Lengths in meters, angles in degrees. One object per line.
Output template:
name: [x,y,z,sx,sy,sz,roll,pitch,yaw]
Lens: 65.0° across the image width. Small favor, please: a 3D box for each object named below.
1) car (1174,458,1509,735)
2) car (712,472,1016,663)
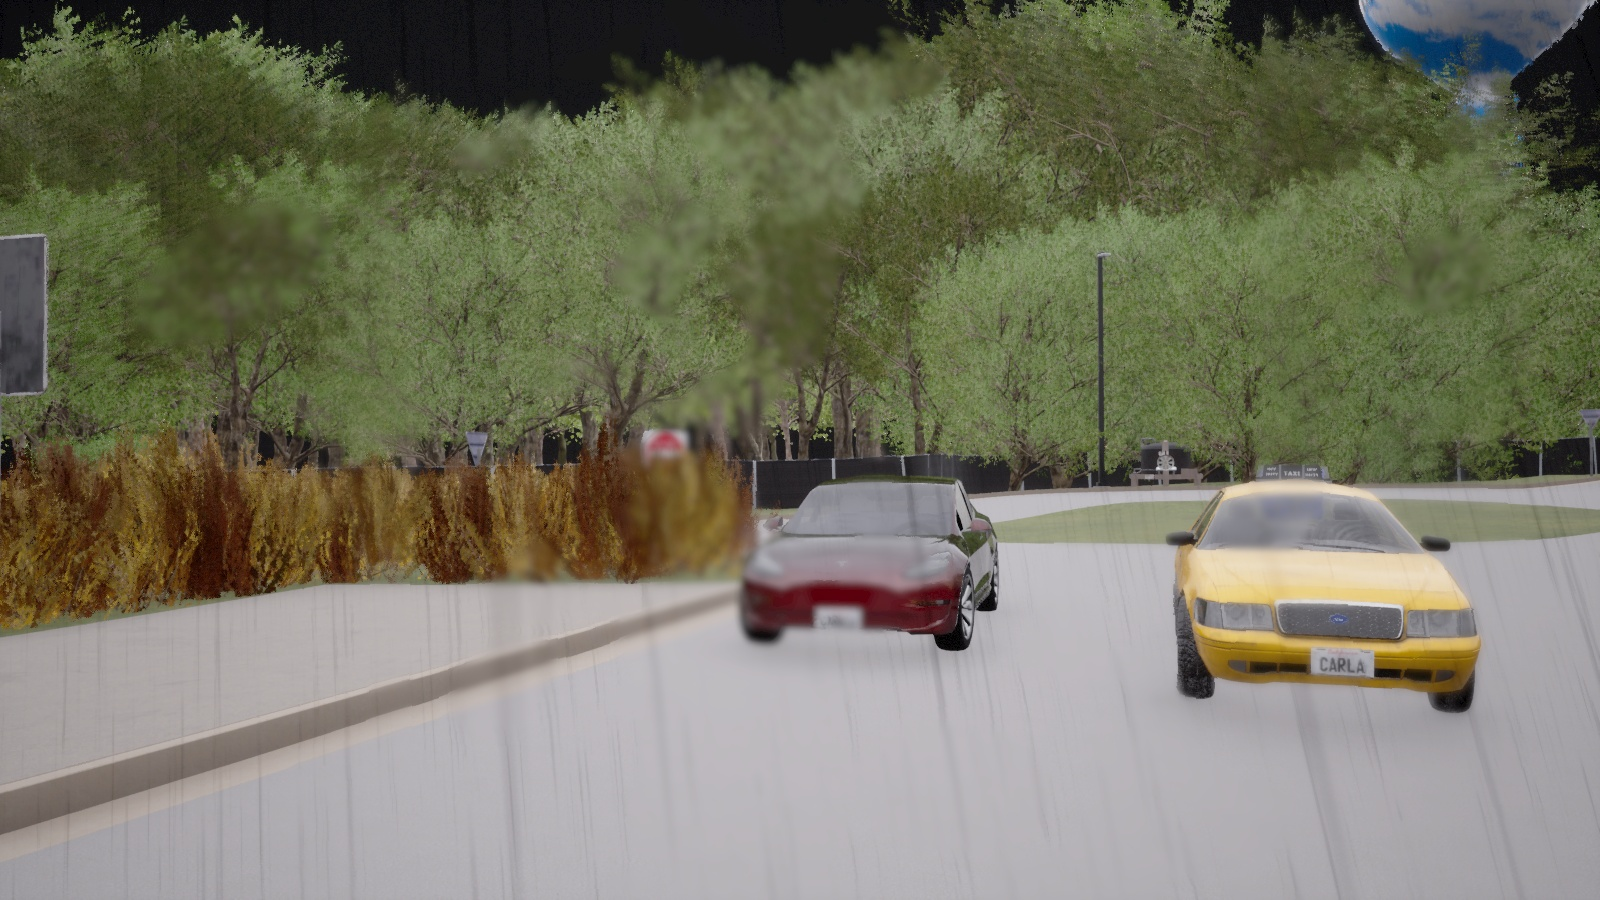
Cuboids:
car: [3.950,0.863,10.039,1.801,1.575,5.366,0,0,16]
car: [0.887,0.986,12.515,2.163,1.488,4.792,-1,-1,13]
